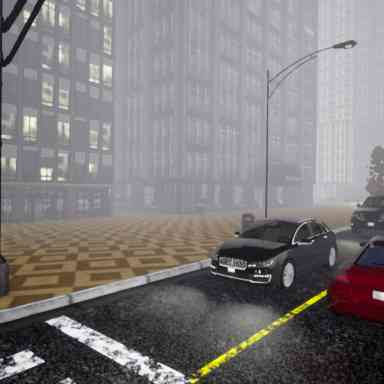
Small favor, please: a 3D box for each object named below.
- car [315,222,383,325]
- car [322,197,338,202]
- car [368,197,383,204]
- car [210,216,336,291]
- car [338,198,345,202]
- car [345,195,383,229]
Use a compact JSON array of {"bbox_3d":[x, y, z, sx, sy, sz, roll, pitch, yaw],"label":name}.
[{"bbox_3d":[4.262,1.567,6.581,1.994,1.385,4.181,1,0,41],"label":"car"},{"bbox_3d":[35.375,1.857,84.976,1.947,1.339,4.313,-1,0,-34],"label":"car"},{"bbox_3d":[37.878,1.655,66.301,2.008,1.369,4.403,-1,0,-34],"label":"car"},{"bbox_3d":[2.477,1.477,9.188,1.837,1.490,4.892,1,0,41],"label":"car"},{"bbox_3d":[38.524,1.812,80.315,1.947,1.339,4.313,-1,0,-34],"label":"car"},{"bbox_3d":[10.508,1.199,18.139,2.150,2.045,5.566,1,1,42],"label":"car"}]
